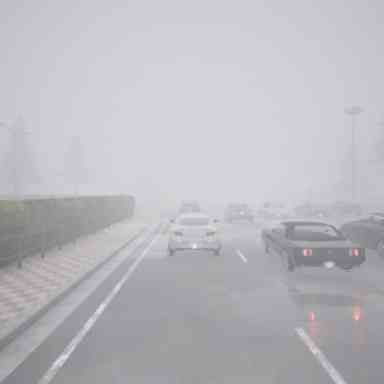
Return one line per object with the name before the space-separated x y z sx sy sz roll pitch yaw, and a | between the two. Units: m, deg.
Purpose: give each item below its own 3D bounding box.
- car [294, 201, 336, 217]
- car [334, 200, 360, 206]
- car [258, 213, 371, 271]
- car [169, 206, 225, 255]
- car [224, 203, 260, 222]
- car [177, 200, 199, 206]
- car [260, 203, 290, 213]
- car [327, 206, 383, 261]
car | 10.597 1.601 29.541 1.895 1.301 4.718 0 0 0
car | 14.098 1.505 31.177 1.837 1.490 4.892 0 0 0
car | 3.583 1.601 10.858 1.895 1.301 4.718 0 0 0
car | 0.086 1.526 13.230 1.812 1.442 4.674 0 0 0
car | 3.589 1.548 26.078 2.033 1.411 5.357 0 0 0
car | -0.315 1.492 31.116 2.128 1.511 4.902 0 0 -5
car | 7.097 1.601 29.540 1.895 1.301 4.718 0 0 0
car | 7.086 1.492 12.127 2.128 1.511 4.902 0 0 0
